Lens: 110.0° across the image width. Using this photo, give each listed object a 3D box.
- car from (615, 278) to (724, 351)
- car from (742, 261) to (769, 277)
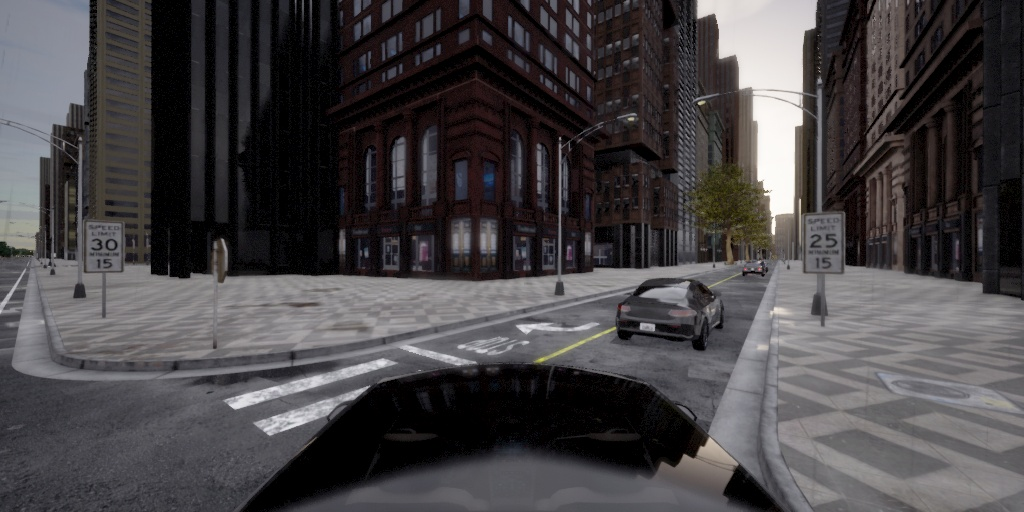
[{"bbox_3d":[4.126,1.279,9.120,1.812,1.442,4.674,0,0,37],"label":"car"},{"bbox_3d":[24.536,1.322,36.332,2.033,1.411,5.357,0,0,37],"label":"car"}]
